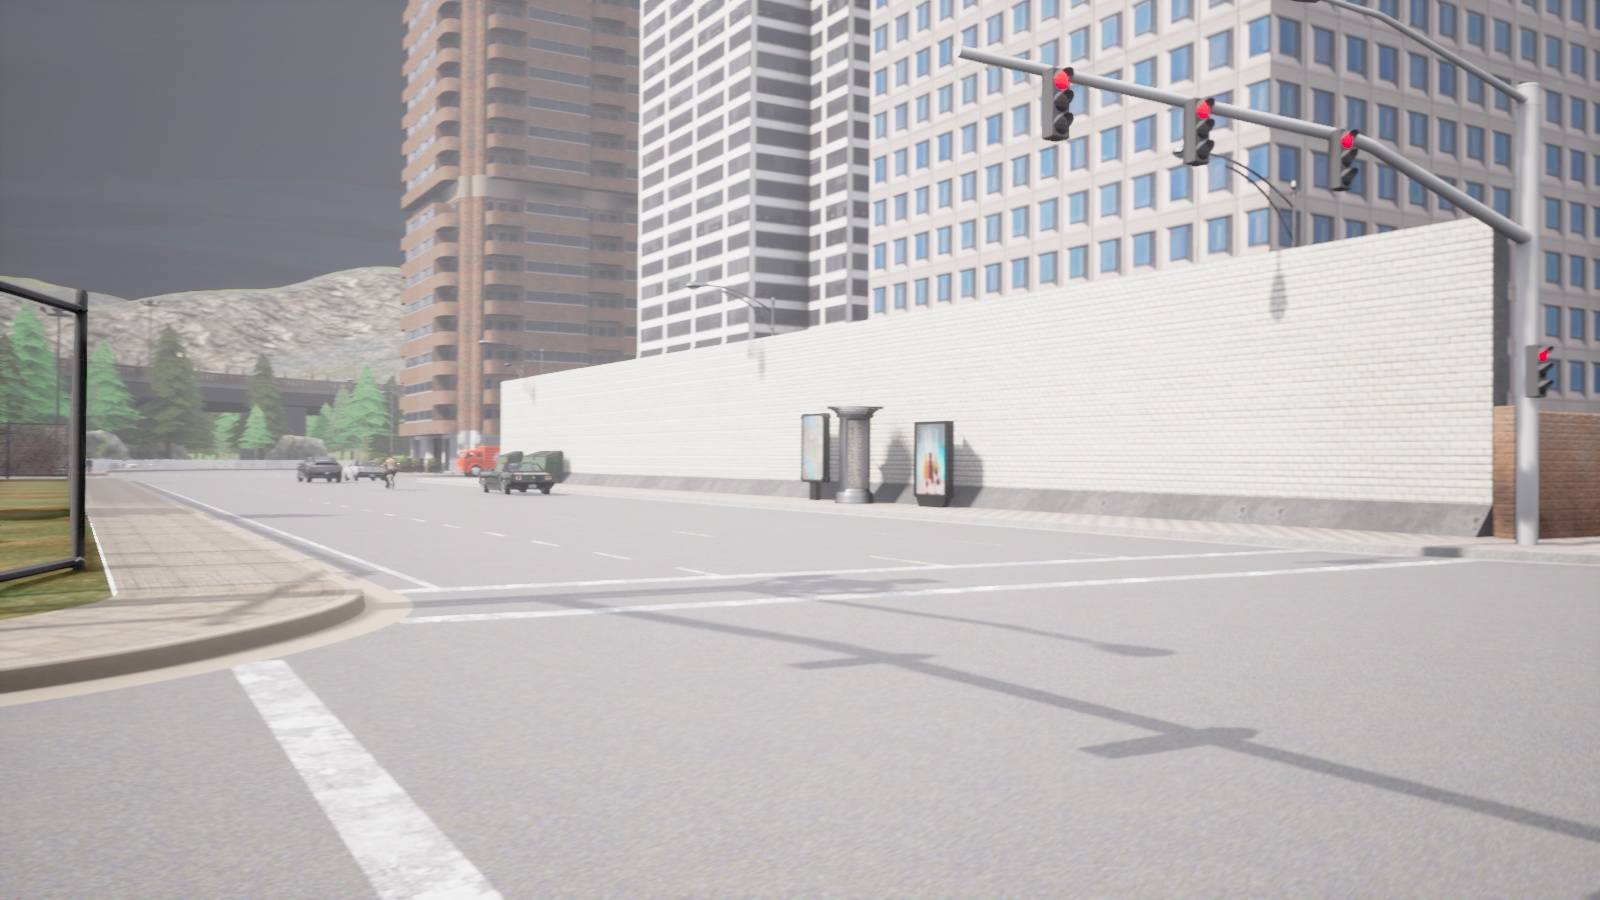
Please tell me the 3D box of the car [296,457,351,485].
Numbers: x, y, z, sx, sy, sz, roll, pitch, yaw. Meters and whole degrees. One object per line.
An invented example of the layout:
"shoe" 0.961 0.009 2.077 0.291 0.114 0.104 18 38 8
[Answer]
"car" -26.981 1.173 71.065 2.128 1.511 4.902 0 -1 -30

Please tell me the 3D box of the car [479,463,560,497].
"car" -11.530 1.201 51.339 1.895 1.301 4.718 0 -1 -30

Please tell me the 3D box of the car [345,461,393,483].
"car" -26.605 1.397 77.403 1.895 1.301 4.718 1 -2 -30
